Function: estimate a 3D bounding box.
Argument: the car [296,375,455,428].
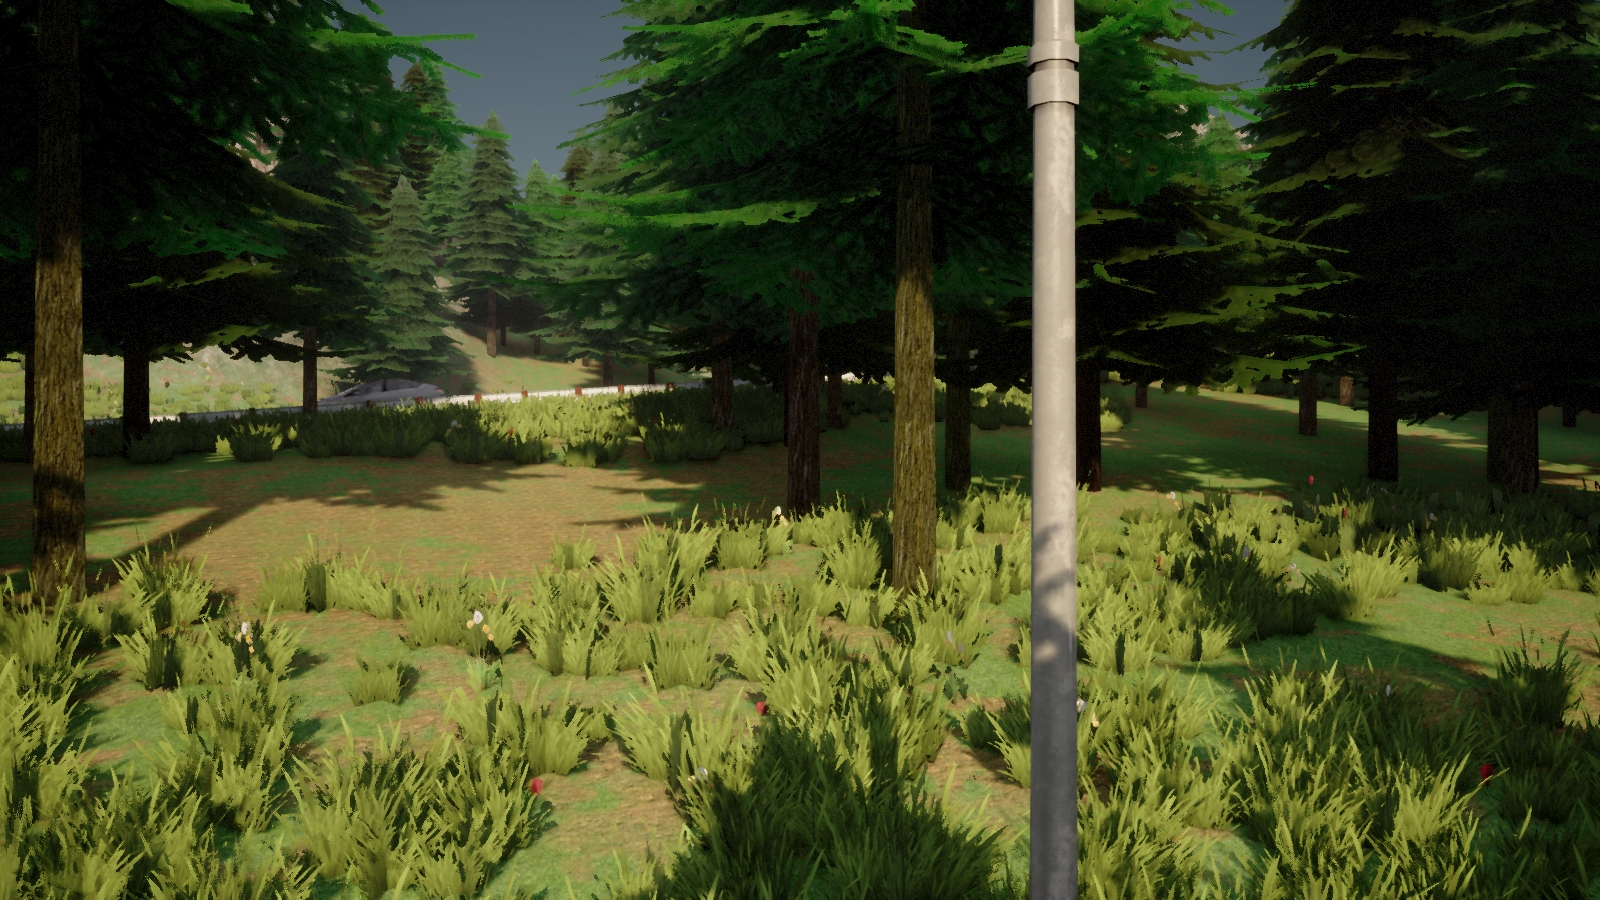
[{"bbox_3d":[-14.618,-1.672,39.384,4.792,1.488,2.163,-5,2,-28],"label":"car"}]
